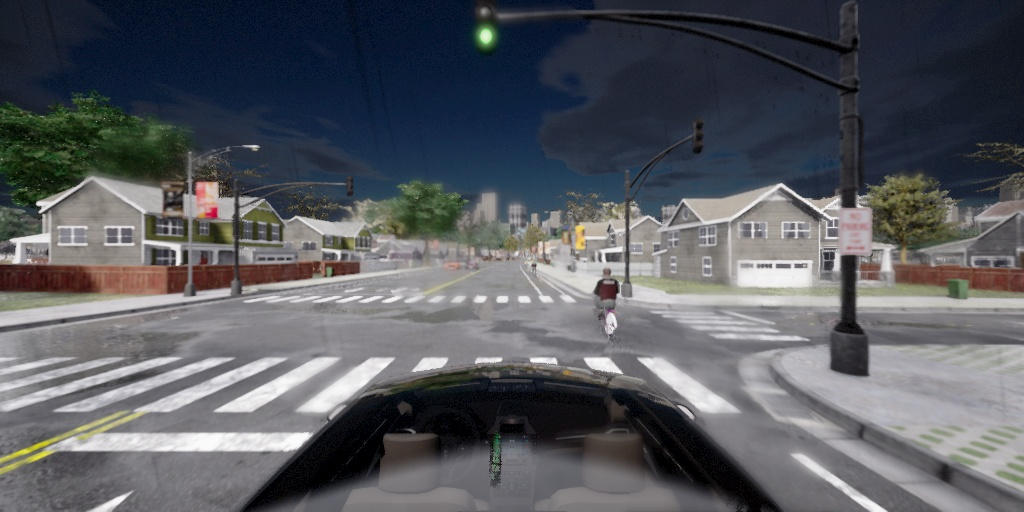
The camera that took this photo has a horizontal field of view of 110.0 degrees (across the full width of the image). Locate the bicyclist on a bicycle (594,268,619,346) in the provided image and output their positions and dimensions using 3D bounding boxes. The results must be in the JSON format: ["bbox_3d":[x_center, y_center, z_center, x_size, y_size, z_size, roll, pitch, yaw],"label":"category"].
[{"bbox_3d":[2.250,1.161,8.699,0.659,1.776,1.843,0,0,0],"label":"bicyclist on a bicycle"}]

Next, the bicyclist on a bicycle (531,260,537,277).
[{"bbox_3d":[2.254,1.308,36.691,0.659,1.776,1.843,0,0,0],"label":"bicyclist on a bicycle"}]

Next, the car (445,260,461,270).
[{"bbox_3d":[-9.745,1.400,59.663,2.097,1.767,4.553,0,0,0],"label":"car"}]

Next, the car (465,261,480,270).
[{"bbox_3d":[-6.495,1.574,59.632,1.812,1.442,4.674,0,0,0],"label":"car"}]

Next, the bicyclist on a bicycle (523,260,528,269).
[{"bbox_3d":[2.270,1.478,58.281,0.866,1.612,1.509,0,0,0],"label":"bicyclist on a bicycle"}]
